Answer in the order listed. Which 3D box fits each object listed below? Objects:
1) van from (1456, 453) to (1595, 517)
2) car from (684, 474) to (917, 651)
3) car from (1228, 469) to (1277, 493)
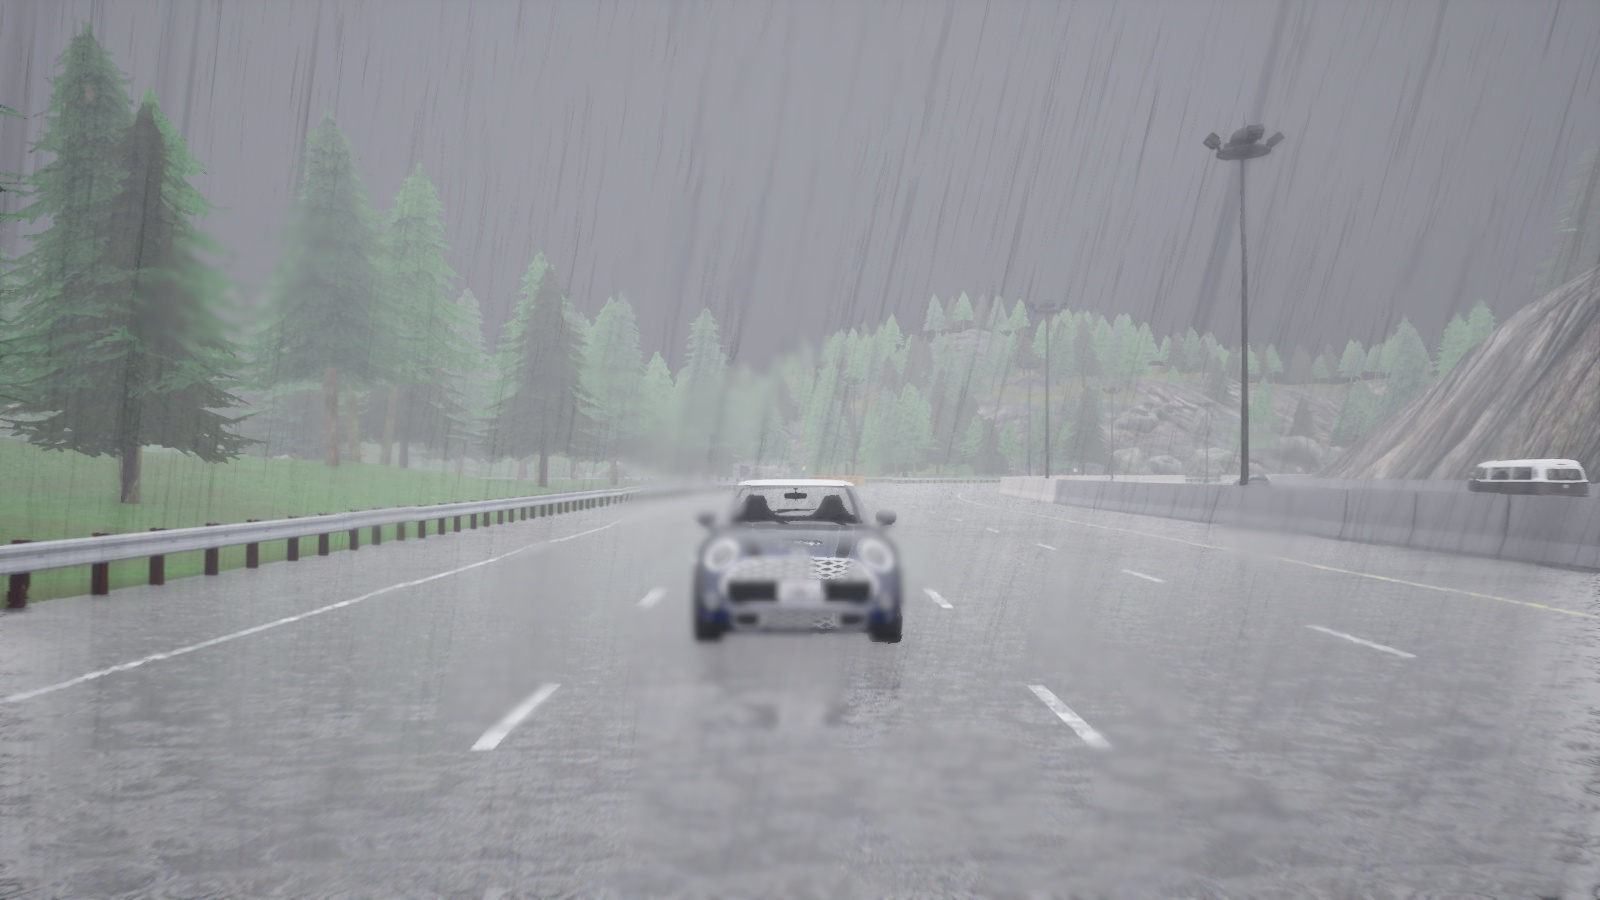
[{"bbox_3d":[24.396,1.151,42.443,2.069,2.038,4.480,0,-1,0],"label":"van"},{"bbox_3d":[-0.025,0.991,12.575,1.970,1.475,3.806,0,-1,-1],"label":"car"},{"bbox_3d":[30.037,2.049,83.525,2.128,1.511,4.902,0,-1,9],"label":"car"}]
